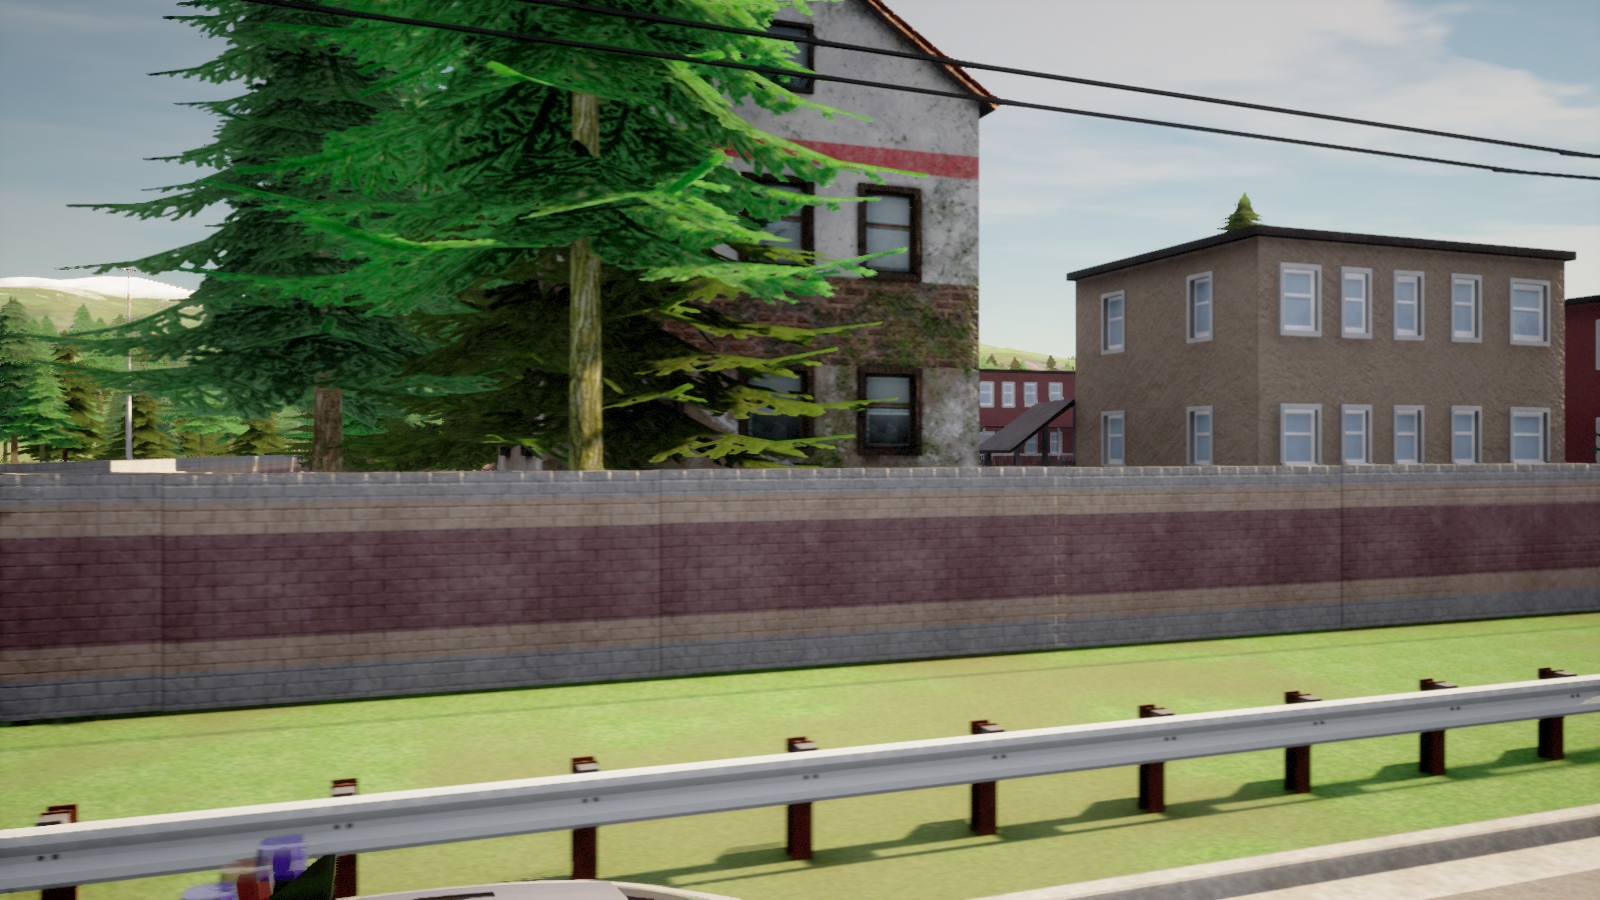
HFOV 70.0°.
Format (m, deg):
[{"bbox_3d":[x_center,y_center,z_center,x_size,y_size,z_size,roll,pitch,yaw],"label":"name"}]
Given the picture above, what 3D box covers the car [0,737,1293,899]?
[{"bbox_3d":[-1.436,1.982,2.778,5.238,1.638,2.097,0,0,-20],"label":"car"}]
